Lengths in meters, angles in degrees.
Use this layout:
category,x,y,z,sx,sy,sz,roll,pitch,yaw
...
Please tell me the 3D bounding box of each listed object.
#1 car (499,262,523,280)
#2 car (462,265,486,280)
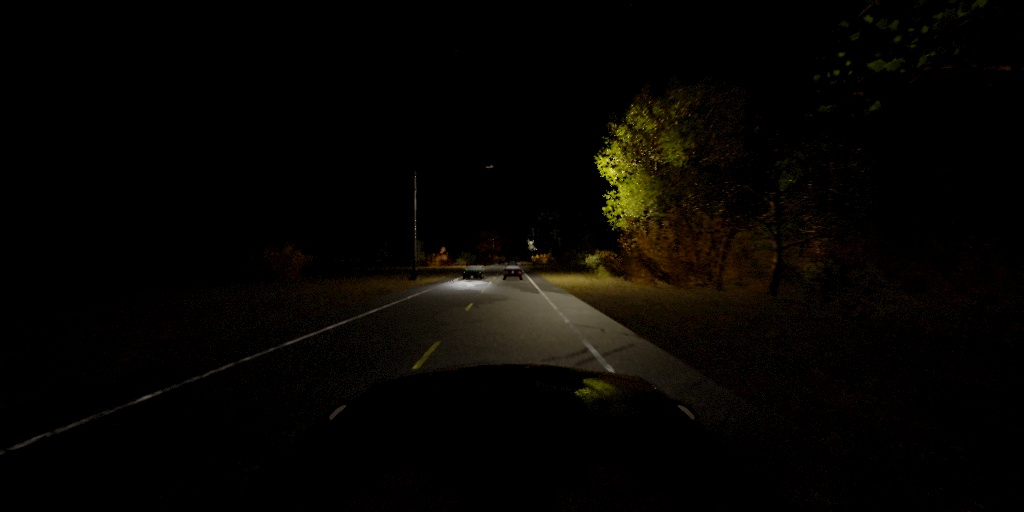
category,x,y,z,sx,sy,sz,roll,pitch,yaw
car,0.068,1.533,35.023,2.033,1.411,5.357,0,0,0
car,-3.614,1.590,34.648,1.895,1.301,4.718,0,0,0
